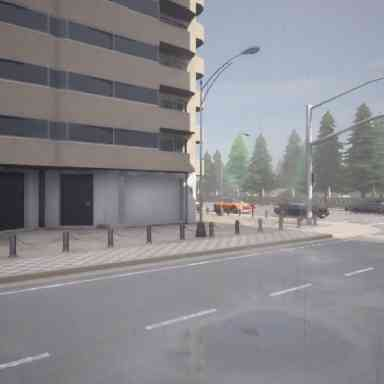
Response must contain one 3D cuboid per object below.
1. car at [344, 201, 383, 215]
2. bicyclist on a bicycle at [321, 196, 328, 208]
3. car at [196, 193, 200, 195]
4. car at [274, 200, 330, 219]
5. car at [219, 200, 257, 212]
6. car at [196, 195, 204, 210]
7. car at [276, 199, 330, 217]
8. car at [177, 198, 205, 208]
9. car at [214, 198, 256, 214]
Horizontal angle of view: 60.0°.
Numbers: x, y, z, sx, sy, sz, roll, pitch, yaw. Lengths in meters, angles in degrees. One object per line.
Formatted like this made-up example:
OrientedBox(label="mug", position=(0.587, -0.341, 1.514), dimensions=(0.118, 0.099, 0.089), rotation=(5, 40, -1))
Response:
OrientedBox(label="car", position=(18.649, 1.603, 34.443), dimensions=(2.033, 1.411, 5.357), rotation=(0, 0, -29))
OrientedBox(label="bicyclist on a bicycle", position=(17.369, 1.356, 43.492), dimensions=(1.656, 1.620, 0.582), rotation=(0, 0, -36))
OrientedBox(label="car", position=(-0.060, 1.277, 61.096), dimensions=(2.150, 2.045, 5.566), rotation=(0, 0, -35))
OrientedBox(label="car", position=(9.650, 1.656, 29.438), dimensions=(1.895, 1.301, 4.718), rotation=(0, 0, -36))
OrientedBox(label="car", position=(5.609, 1.656, 41.020), dimensions=(1.895, 1.301, 4.718), rotation=(0, 0, -36))
OrientedBox(label="car", position=(-0.920, 1.533, 44.103), dimensions=(1.882, 1.535, 5.008), rotation=(0, 0, -36))
OrientedBox(label="car", position=(11.075, 1.533, 33.444), dimensions=(1.882, 1.535, 5.008), rotation=(0, 0, -36))
OrientedBox(label="car", position=(-0.193, 1.619, 49.083), dimensions=(1.994, 1.385, 4.181), rotation=(0, 0, -36))
OrientedBox(label="car", position=(4.434, 1.407, 36.670), dimensions=(2.097, 1.767, 4.553), rotation=(0, 0, -36))
